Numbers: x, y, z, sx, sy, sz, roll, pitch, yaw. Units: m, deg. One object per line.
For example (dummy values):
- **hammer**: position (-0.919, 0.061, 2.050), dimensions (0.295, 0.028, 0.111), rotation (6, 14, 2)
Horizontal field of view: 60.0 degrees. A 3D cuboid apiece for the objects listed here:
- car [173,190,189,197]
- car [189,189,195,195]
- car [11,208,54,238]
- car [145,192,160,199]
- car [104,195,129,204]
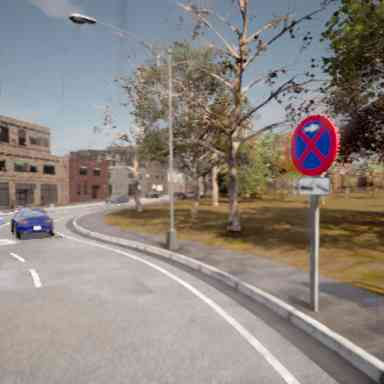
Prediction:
- **car**: position (-2.927, 0.466, 76.760), dimensions (2.128, 1.511, 4.902), rotation (-1, 1, 15)
- **car**: position (-0.260, 0.025, 86.829), dimensions (1.812, 1.442, 4.674), rotation (-1, 1, 15)
- **car**: position (-8.925, 1.645, 18.555), dimensions (1.812, 1.442, 4.674), rotation (-1, 0, -32)
- **car**: position (-8.233, 0.702, 69.397), dimensions (1.882, 1.535, 5.008), rotation (-1, 1, 15)
- **car**: position (-12.245, 1.202, 54.344), dimensions (2.033, 1.411, 5.357), rotation (-1, 1, 15)
